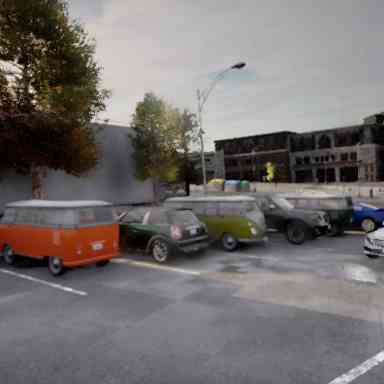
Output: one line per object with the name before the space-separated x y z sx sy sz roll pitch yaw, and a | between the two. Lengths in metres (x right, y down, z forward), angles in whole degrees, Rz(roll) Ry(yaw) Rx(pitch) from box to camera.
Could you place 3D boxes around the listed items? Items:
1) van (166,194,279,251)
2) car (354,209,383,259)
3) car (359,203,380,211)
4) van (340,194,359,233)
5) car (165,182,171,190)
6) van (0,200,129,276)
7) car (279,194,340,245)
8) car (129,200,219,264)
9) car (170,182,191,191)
van | 0.915 1.168 13.421 4.442 1.987 1.878 -1 -1 37
car | 7.462 1.377 10.740 4.674 1.442 1.812 -1 0 -35
car | 8.324 1.289 18.450 5.008 1.535 2.097 -1 0 37
van | 5.723 1.101 16.866 4.442 1.987 1.878 -1 0 37
car | -4.086 -1.160 63.868 2.231 1.521 4.892 1 7 17
van | -4.282 1.242 10.232 4.442 1.987 1.878 -1 0 36
car | 3.344 1.108 15.130 5.566 2.045 2.435 -1 -1 37
car | -1.659 1.305 11.807 4.553 1.767 2.185 -1 0 36
car | -1.719 -1.006 62.086 2.163 1.488 4.792 1 7 17
